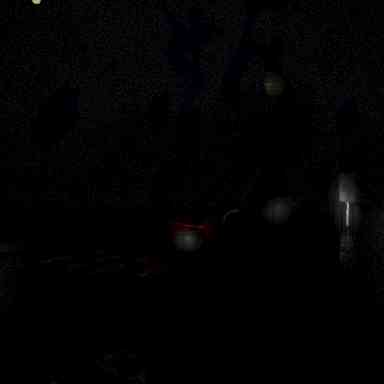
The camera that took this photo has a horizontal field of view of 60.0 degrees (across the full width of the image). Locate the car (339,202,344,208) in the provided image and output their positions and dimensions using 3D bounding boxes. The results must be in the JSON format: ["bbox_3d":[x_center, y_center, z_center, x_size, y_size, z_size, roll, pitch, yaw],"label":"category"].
[{"bbox_3d":[21.006,1.386,44.094,1.994,1.385,4.181,0,0,37],"label":"car"}]

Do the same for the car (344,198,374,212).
[{"bbox_3d":[17.751,1.333,35.002,1.812,1.442,4.674,0,0,37],"label":"car"}]

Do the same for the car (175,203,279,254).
[{"bbox_3d":[1.348,1.370,13.154,2.128,1.511,4.902,0,0,37],"label":"car"}]

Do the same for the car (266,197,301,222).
[{"bbox_3d":[6.500,1.180,24.928,2.097,1.767,4.553,0,0,37],"label":"car"}]
